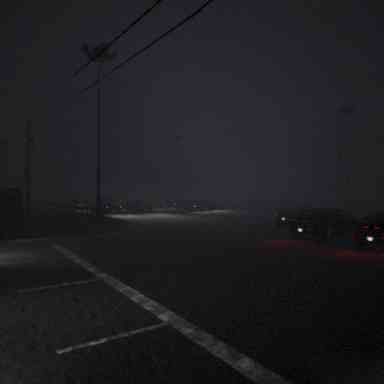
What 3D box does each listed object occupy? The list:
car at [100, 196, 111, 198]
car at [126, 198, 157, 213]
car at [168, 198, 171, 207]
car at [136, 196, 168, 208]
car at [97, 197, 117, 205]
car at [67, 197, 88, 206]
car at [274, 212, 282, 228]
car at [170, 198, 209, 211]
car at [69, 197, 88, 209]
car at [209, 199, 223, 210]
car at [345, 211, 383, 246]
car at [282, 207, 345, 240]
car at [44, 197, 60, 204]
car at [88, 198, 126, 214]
[{"bbox_3d":[-11.954,1.440,46.296,2.097,1.767,4.553,0,0,-36],"label":"car"},{"bbox_3d":[-6.402,1.688,38.612,1.895,1.301,4.718,0,0,-36],"label":"car"},{"bbox_3d":[-3.784,1.631,52.941,2.128,1.511,4.902,0,0,-36],"label":"car"},{"bbox_3d":[-6.014,1.475,50.037,2.097,1.767,4.553,0,0,-36],"label":"car"},{"bbox_3d":[-16.579,1.671,64.779,2.033,1.411,5.357,0,0,-36],"label":"car"},{"bbox_3d":[-19.604,1.579,56.924,2.128,1.511,4.902,0,0,-36],"label":"car"},{"bbox_3d":[7.326,1.658,21.871,4.181,1.385,1.994,0,0,-36],"label":"car"},{"bbox_3d":[-0.385,1.628,42.247,1.837,1.490,4.892,0,0,-36],"label":"car"},{"bbox_3d":[-14.885,1.571,44.374,1.837,1.490,4.892,0,1,-36],"label":"car"},{"bbox_3d":[1.865,1.688,45.115,2.033,1.411,5.357,0,0,-36],"label":"car"},{"bbox_3d":[8.935,1.584,14.420,4.892,1.490,1.837,0,0,-36],"label":"car"},{"bbox_3d":[7.193,1.586,17.477,4.892,1.490,1.837,0,0,-36],"label":"car"},{"bbox_3d":[-24.195,1.634,57.322,1.994,1.385,4.181,0,0,-35],"label":"car"},{"bbox_3d":[-9.464,1.671,36.871,1.895,1.301,4.718,0,0,-36],"label":"car"}]
